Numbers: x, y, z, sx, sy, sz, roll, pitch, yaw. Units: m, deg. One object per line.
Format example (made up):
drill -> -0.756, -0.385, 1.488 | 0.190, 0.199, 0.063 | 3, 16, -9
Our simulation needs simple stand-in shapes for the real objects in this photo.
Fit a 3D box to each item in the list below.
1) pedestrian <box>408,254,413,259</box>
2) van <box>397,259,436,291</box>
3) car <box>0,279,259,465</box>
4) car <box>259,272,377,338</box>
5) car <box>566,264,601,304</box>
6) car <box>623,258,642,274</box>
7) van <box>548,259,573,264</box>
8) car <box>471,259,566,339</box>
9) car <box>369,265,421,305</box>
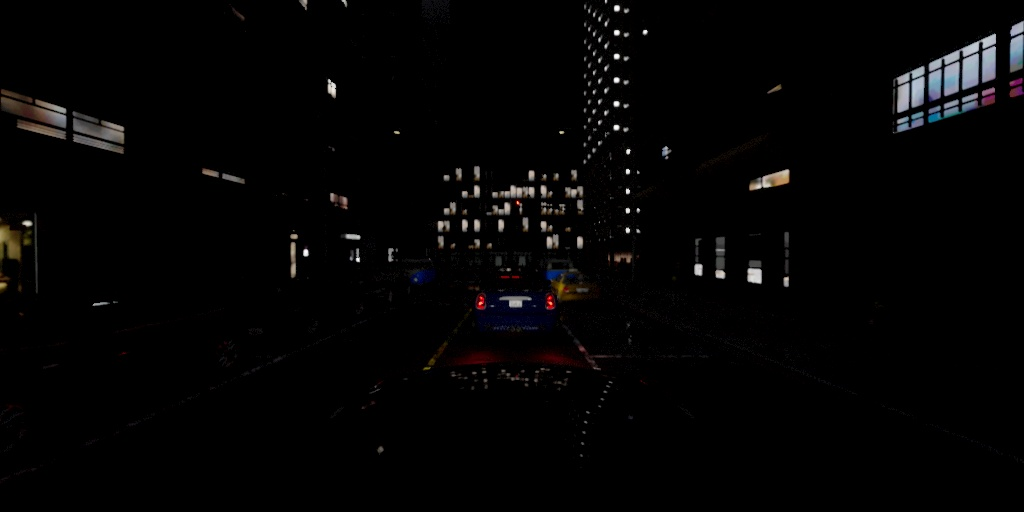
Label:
pedestrian -> -12.410, 0.591, 43.750 | 0.375, 1.860, 0.375 | 0, 1, 0
van -> -5.699, 1.066, 21.353 | 1.690, 1.789, 3.998 | 0, 0, 0
car -> -5.692, 1.186, 4.547 | 1.967, 1.591, 4.097 | 0, 0, 0
car -> -5.694, 1.305, 10.149 | 1.948, 1.339, 4.313 | 0, 0, 0
car -> 2.684, 1.257, 15.896 | 1.751, 1.417, 4.829 | 0, 0, 0
car -> 15.218, 1.045, 40.671 | 5.009, 1.841, 2.192 | 0, 0, 0
van -> 2.682, 1.066, 21.327 | 1.690, 1.789, 3.998 | 0, 0, 0
car -> 0.082, 1.091, 10.192 | 2.097, 1.767, 4.553 | 0, 0, 0
car -> -5.697, 1.282, 15.751 | 2.007, 1.370, 4.403 | 0, 0, 0
